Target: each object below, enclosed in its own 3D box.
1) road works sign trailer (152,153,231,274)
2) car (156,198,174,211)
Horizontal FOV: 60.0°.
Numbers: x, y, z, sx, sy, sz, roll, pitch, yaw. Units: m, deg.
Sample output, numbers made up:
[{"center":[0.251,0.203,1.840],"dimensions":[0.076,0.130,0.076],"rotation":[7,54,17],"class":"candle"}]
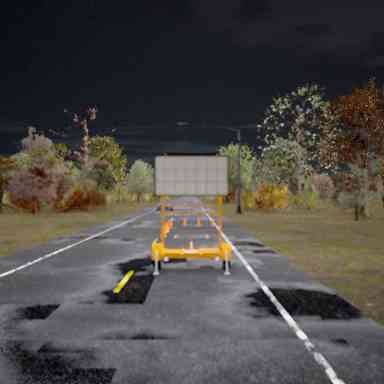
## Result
[{"center":[-0.010,0.541,10.769],"dimensions":[2.380,3.560,2.880],"rotation":[0,0,0],"class":"road works sign trailer"},{"center":[-3.636,1.676,45.532],"dimensions":[2.097,1.767,4.553],"rotation":[0,0,0],"class":"car"}]
